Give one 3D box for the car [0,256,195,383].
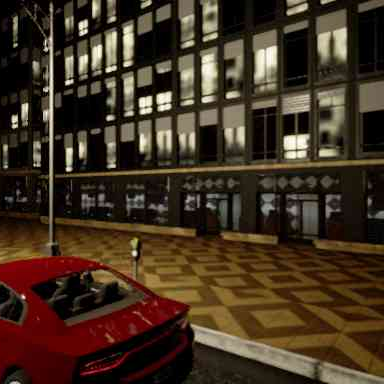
[{"bbox_3d":[-2.079,1.544,4.356,4.507,1.381,1.887,0,0,36],"label":"car"}]
